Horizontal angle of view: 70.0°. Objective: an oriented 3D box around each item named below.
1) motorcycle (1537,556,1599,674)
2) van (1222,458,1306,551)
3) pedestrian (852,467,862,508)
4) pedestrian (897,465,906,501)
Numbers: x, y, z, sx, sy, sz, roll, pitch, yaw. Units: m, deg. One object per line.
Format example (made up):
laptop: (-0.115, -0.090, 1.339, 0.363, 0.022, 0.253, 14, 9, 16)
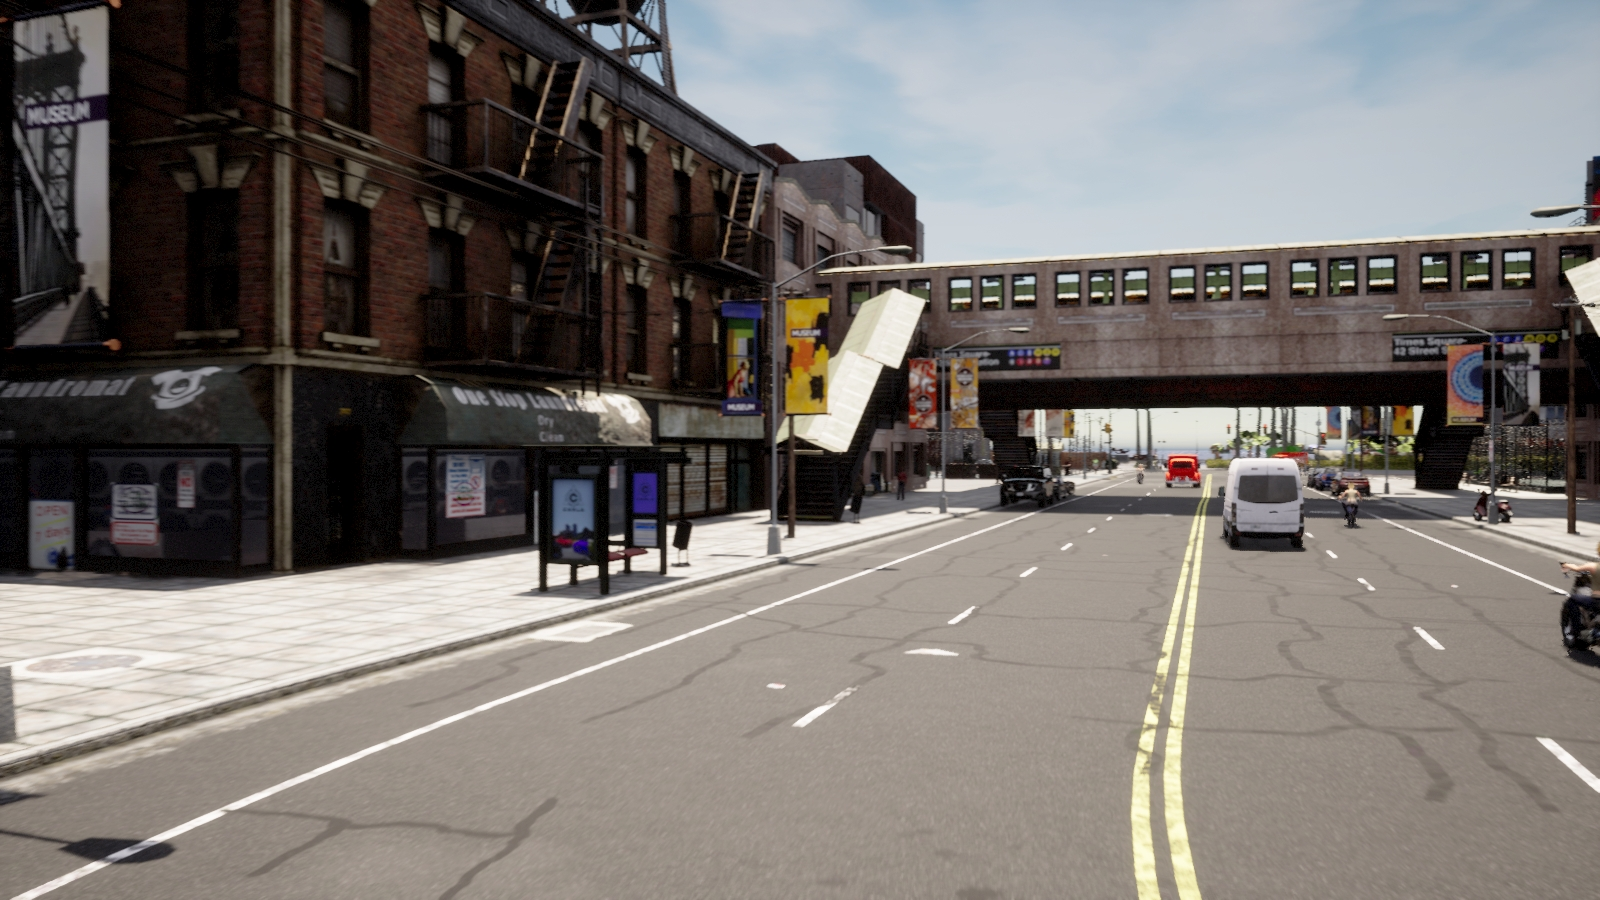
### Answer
motorcycle: (10.691, 2.176, 15.365, 0.764, 1.277, 2.356, 0, 0, 19)
van: (14.115, 1.542, 35.022, 1.988, 2.561, 5.915, 0, 0, 18)
pedestrian: (2.599, 1.698, 51.907, 0.375, 1.860, 0.375, 0, 0, 23)
pedestrian: (5.242, 1.699, 59.043, 0.375, 1.860, 0.375, 0, 0, 26)
